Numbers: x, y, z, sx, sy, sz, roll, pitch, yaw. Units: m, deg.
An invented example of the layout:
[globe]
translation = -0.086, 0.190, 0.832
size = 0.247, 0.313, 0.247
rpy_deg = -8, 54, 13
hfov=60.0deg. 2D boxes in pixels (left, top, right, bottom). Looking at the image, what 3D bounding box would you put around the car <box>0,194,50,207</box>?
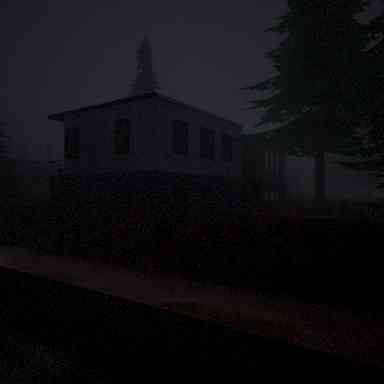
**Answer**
[car]
translation = -14.710, 1.202, 29.549
size = 2.150, 2.045, 5.566
rpy_deg = 0, 0, 27
